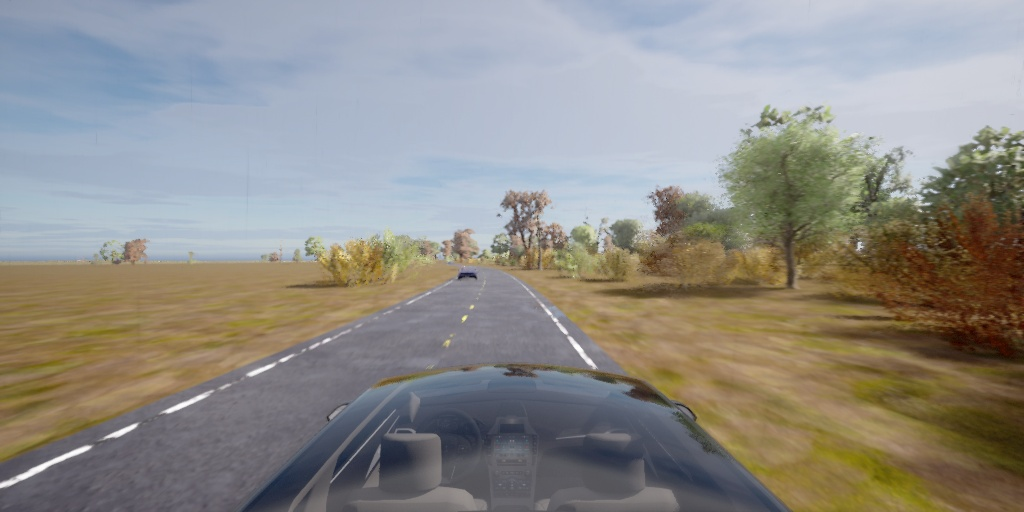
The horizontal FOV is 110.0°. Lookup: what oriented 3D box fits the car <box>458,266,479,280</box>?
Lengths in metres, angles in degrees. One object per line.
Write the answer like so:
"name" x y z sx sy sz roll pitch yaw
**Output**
"car" -4.238 1.678 35.100 1.895 1.301 4.718 0 -1 -4
